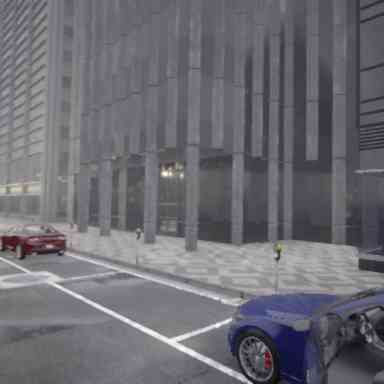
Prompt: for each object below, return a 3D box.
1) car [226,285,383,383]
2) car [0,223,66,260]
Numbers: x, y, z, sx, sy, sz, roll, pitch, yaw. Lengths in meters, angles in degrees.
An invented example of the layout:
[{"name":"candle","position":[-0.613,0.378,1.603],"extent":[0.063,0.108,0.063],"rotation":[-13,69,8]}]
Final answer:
[{"name":"car","position":[2.514,1.736,3.684],"extent":[1.812,1.442,4.674],"rotation":[3,-3,-43]},{"name":"car","position":[-7.077,2.031,14.612],"extent":[1.887,1.381,4.507],"rotation":[3,-3,-43]}]
